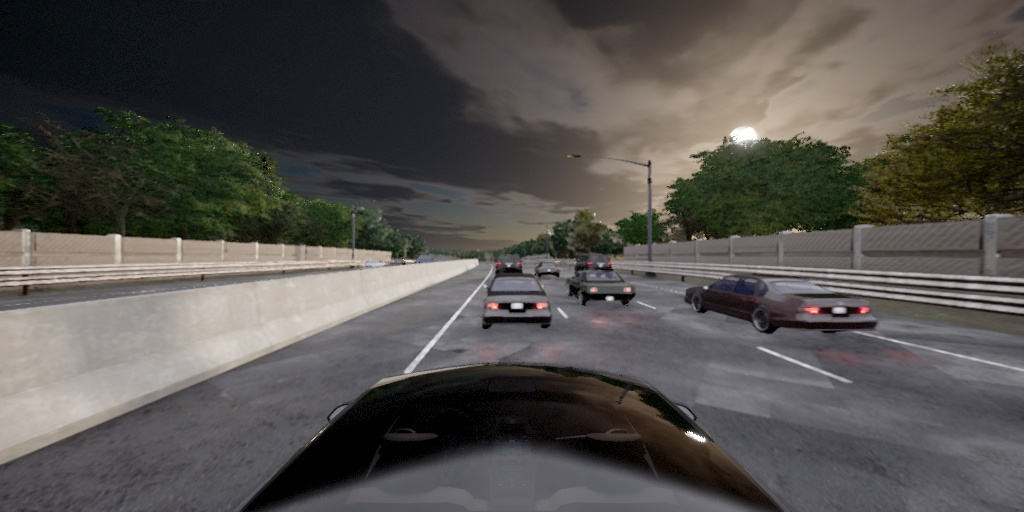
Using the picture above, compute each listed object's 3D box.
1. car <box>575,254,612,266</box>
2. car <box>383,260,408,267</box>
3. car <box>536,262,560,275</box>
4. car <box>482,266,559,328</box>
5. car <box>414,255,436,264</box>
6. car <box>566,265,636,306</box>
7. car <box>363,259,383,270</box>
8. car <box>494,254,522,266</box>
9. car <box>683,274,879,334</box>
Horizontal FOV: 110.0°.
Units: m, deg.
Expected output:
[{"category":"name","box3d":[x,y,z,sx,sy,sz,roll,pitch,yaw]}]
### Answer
[{"category":"car","box3d":[6.709,0.840,30.011,2.150,2.045,5.566,0,-1,-1]},{"category":"car","box3d":[-15.053,1.224,47.417,1.994,1.385,4.181,0,0,-2]},{"category":"car","box3d":[3.131,1.189,32.686,1.994,1.385,4.181,0,0,-2]},{"category":"car","box3d":[0.059,1.211,10.949,2.033,1.411,5.357,0,0,-2]},{"category":"car","box3d":[-11.582,0.883,48.209,2.150,2.045,5.566,0,0,-2]},{"category":"car","box3d":[3.493,1.236,15.093,1.895,1.301,4.718,0,0,-1]},{"category":"car","box3d":[-18.603,1.190,48.715,1.812,1.442,4.674,0,0,-2]},{"category":"car","box3d":[-0.294,0.844,30.043,2.150,2.045,5.566,0,-1,-1]},{"category":"car","box3d":[7.057,1.215,10.310,2.033,1.411,5.357,0,0,-2]}]
